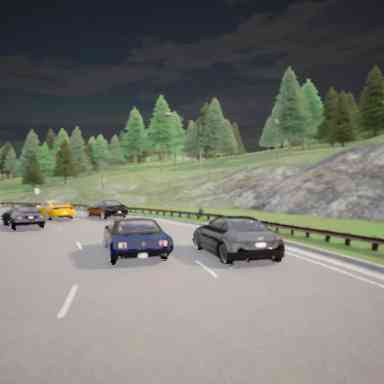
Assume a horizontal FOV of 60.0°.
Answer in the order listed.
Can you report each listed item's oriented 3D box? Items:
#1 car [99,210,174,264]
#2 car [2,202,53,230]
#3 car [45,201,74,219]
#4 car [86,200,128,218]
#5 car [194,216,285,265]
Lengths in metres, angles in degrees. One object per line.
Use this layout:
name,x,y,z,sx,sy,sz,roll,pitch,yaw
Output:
car,-2.119,1.566,11.870,1.895,1.301,4.718,0,0,-18
car,-10.818,1.525,21.288,2.033,1.411,5.357,0,0,-36
car,-11.341,1.435,27.162,1.882,1.535,5.008,0,0,-42
car,-7.167,1.410,27.682,1.882,1.535,5.008,0,0,-39
car,1.459,1.511,11.658,1.994,1.385,4.181,0,0,-16
